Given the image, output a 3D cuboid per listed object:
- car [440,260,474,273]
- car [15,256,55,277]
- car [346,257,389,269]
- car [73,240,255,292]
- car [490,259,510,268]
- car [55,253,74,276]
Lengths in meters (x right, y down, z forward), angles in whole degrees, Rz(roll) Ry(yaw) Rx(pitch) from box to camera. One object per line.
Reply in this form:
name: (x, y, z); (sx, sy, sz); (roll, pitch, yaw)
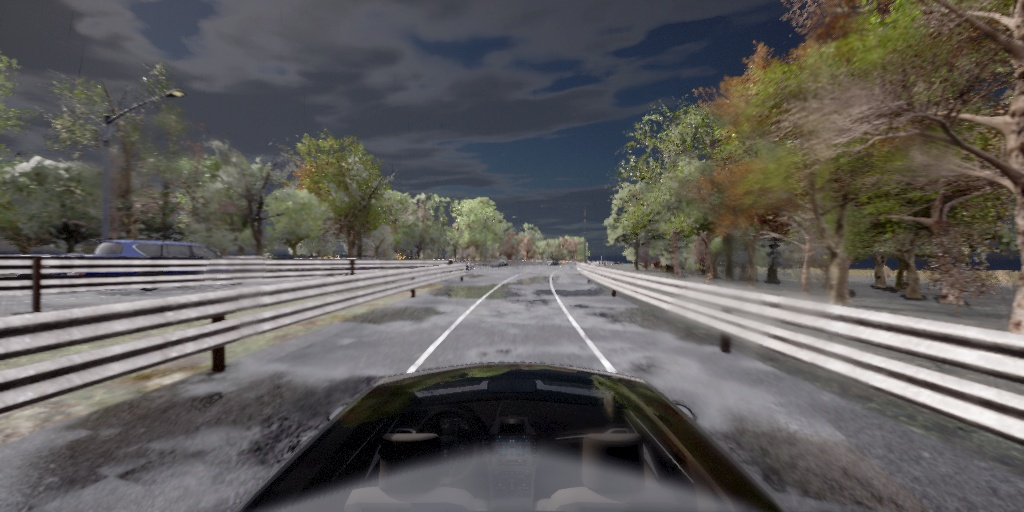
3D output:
car: (-6.164, 1.136, 40.169); (2.033, 1.411, 5.357); (2, -1, 20)
car: (-21.341, 0.631, 18.398); (2.128, 1.511, 4.902); (0, -1, 20)
car: (-14.735, 0.892, 36.925); (1.882, 1.535, 5.008); (0, -1, 20)
car: (-14.756, 0.407, 16.014); (2.150, 2.045, 5.566); (0, -1, 20)
car: (-2.157, 1.335, 62.160); (2.128, 1.511, 4.902); (0, -1, 19)
car: (-18.060, 0.728, 17.183); (1.994, 1.385, 4.181); (0, -1, 20)
